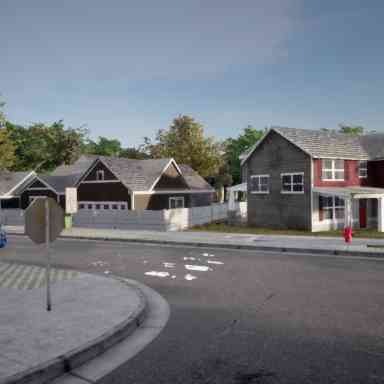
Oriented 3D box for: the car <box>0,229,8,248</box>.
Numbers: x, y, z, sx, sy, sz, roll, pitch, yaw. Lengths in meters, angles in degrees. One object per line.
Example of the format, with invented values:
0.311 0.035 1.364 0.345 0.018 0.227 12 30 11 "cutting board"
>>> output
-11.735 2.207 17.369 5.008 1.535 1.882 -2 0 30 "car"
